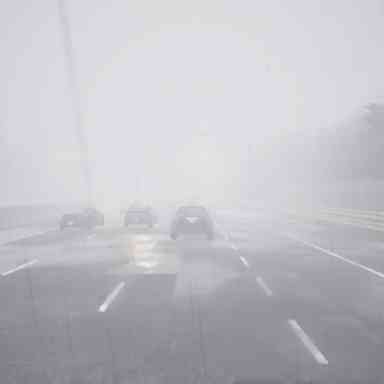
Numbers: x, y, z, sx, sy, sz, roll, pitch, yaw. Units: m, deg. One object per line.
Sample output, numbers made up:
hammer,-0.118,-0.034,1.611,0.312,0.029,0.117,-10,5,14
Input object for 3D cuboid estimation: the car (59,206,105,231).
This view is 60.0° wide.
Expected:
car,-6.993,1.648,21.464,1.812,1.442,4.674,0,0,0

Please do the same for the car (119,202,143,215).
car,-6.989,1.822,38.465,1.895,1.301,4.718,0,0,0

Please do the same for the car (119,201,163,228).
car,-3.495,1.625,23.456,2.128,1.511,4.902,0,0,0

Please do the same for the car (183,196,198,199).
car,0.011,1.741,45.420,1.882,1.535,5.008,0,0,0

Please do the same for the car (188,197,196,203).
car,0.022,2.090,89.479,1.994,1.385,4.181,0,0,0

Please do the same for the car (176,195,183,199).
car,-3.482,1.908,72.468,1.882,1.535,5.008,0,0,0

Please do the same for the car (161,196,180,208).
car,-3.489,1.865,54.422,2.033,1.411,5.357,0,0,0

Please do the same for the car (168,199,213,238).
car,0.003,1.456,18.364,2.097,1.767,4.553,0,0,0

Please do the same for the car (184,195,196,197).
car,0.017,1.583,61.478,2.150,2.045,5.566,0,0,0

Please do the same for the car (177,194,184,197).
car,-3.479,1.886,88.464,2.097,1.767,4.553,0,0,0

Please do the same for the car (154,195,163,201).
car,-6.982,1.649,71.549,2.150,2.045,5.566,0,0,0
